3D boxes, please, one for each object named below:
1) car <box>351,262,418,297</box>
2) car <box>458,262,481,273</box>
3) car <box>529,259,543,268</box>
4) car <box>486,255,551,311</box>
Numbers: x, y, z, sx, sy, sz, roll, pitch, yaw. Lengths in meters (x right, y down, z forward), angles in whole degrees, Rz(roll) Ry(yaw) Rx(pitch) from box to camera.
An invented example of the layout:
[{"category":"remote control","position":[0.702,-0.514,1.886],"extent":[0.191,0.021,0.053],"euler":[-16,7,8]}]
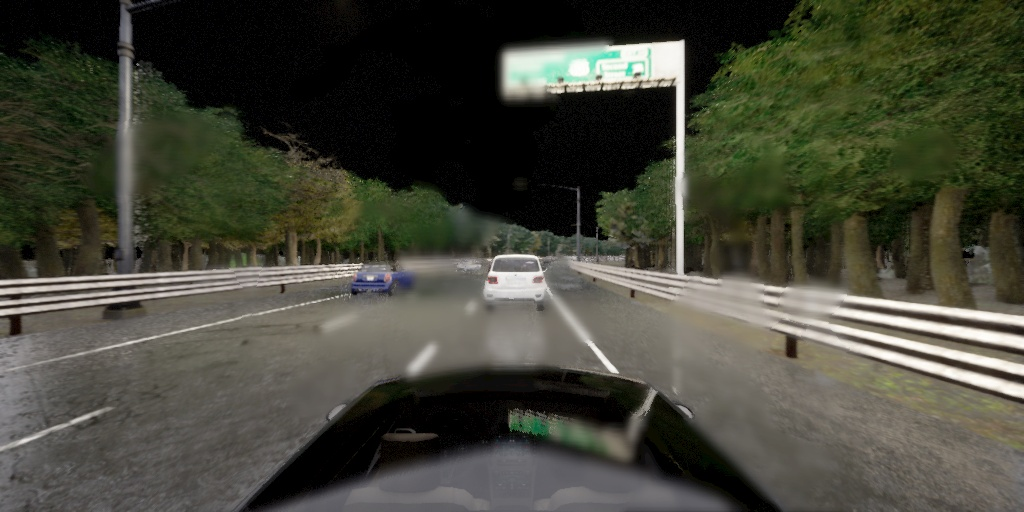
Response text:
[{"category":"car","position":[-6.545,1.084,18.923],"extent":[2.097,1.767,4.553],"euler":[1,0,2]},{"category":"car","position":[-5.032,1.333,43.448],"extent":[1.895,1.301,4.718],"euler":[0,0,6]},{"category":"car","position":[4.077,1.290,61.146],"extent":[2.033,1.411,5.357],"euler":[0,0,8]},{"category":"car","position":[0.207,0.972,14.617],"extent":[2.150,2.045,5.566],"euler":[0,0,2]}]
